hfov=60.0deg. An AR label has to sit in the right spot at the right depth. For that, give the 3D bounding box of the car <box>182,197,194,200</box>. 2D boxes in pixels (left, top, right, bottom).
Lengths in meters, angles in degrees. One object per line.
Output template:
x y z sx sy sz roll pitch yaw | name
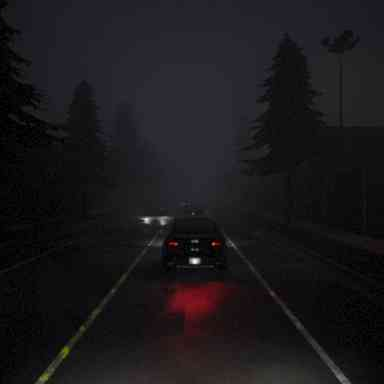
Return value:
-0.901 1.775 74.819 1.994 1.385 4.181 0 0 18 | car

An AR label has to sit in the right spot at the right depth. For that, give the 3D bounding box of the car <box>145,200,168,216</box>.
-3.592 1.587 34.165 1.882 1.535 5.008 0 0 0 | car

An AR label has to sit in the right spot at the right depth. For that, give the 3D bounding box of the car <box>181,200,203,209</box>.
0.103 1.706 32.939 1.895 1.301 4.718 0 0 0 | car

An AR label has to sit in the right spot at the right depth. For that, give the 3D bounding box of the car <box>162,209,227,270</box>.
0.084 1.542 11.073 1.837 1.490 4.892 0 0 0 | car
